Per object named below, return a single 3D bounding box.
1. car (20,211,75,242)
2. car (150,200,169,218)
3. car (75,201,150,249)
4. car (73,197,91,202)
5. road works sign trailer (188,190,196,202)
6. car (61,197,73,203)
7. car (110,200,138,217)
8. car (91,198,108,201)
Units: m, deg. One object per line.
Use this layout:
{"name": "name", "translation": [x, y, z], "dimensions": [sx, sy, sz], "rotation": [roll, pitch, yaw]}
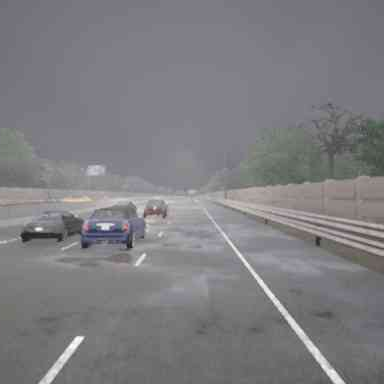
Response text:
{"name": "car", "translation": [-6.899, 1.656, 16.998], "dimensions": [1.994, 1.385, 4.181], "rotation": [0, 0, 0]}
{"name": "car", "translation": [-3.398, 1.524, 32.473], "dimensions": [2.097, 1.767, 4.553], "rotation": [0, 0, 0]}
{"name": "car", "translation": [-3.399, 1.435, 15.162], "dimensions": [2.097, 1.767, 4.553], "rotation": [0, 0, 0]}
{"name": "car", "translation": [-20.999, 1.814, 65.189], "dimensions": [1.882, 1.535, 5.008], "rotation": [0, 0, 0]}
{"name": "road works sign trailer", "translation": [0.003, 1.019, 93.945], "dimensions": [2.380, 3.560, 2.880], "rotation": [0, 0, 0]}
{"name": "car", "translation": [-24.498, 1.830, 66.571], "dimensions": [1.882, 1.535, 5.008], "rotation": [0, 0, 0]}
{"name": "car", "translation": [-6.899, 1.659, 34.297], "dimensions": [1.882, 1.535, 5.008], "rotation": [0, 0, 0]}
{"name": "car", "translation": [-17.505, 1.815, 64.791], "dimensions": [1.882, 1.535, 5.008], "rotation": [0, 0, 0]}
